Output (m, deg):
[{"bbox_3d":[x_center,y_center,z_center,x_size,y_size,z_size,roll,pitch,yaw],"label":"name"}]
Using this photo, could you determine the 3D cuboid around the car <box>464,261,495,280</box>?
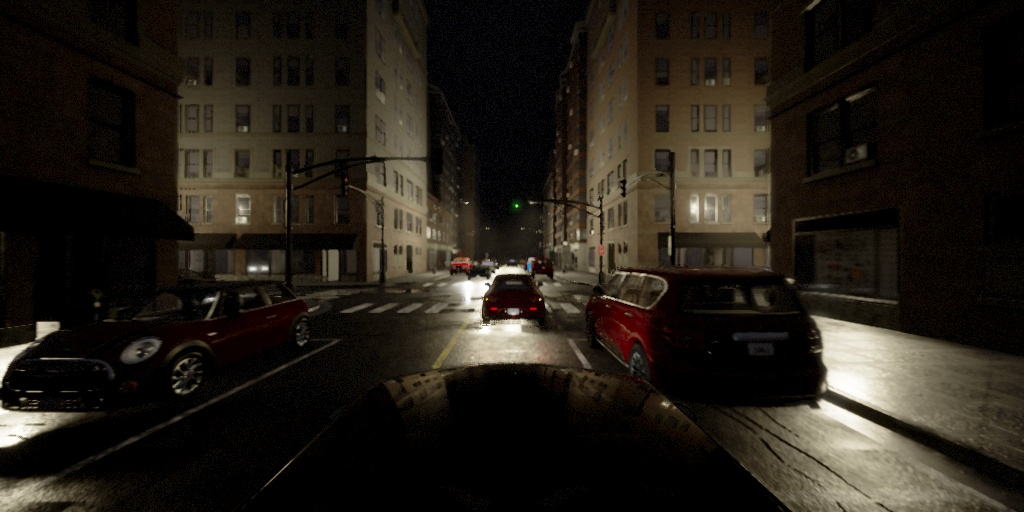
[{"bbox_3d":[-2.841,1.390,32.077,1.895,1.301,4.718,0,0,0],"label":"car"}]

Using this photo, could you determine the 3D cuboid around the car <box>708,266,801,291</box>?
[{"bbox_3d":[14.251,1.297,21.274,4.181,1.385,1.994,0,0,-1],"label":"car"}]

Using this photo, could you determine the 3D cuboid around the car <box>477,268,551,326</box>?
[{"bbox_3d":[0.060,1.288,11.672,1.812,1.442,4.674,0,0,0],"label":"car"}]

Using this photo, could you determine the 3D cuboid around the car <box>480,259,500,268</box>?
[{"bbox_3d":[-2.835,1.350,42.441,2.033,1.411,5.357,0,0,0],"label":"car"}]

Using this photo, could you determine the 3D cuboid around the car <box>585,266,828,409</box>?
[{"bbox_3d":[2.638,1.071,6.180,2.192,1.841,5.009,0,0,0],"label":"car"}]

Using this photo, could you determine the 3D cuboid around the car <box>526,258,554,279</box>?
[{"bbox_3d":[2.710,1.105,33.236,2.192,1.841,5.009,0,0,0],"label":"car"}]

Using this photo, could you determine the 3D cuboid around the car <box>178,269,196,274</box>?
[{"bbox_3d":[-17.110,1.384,18.404,4.181,1.385,1.994,0,0,0],"label":"car"}]

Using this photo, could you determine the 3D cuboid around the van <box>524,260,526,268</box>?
[{"bbox_3d":[2.704,1.145,44.244,1.690,1.789,3.998,0,0,0],"label":"van"}]

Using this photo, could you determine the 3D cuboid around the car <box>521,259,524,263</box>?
[{"bbox_3d":[2.702,1.126,49.748,2.192,1.841,5.009,0,0,0],"label":"car"}]

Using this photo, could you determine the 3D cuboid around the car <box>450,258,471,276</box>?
[{"bbox_3d":[-5.408,1.112,38.742,2.192,1.841,5.009,0,0,0],"label":"car"}]

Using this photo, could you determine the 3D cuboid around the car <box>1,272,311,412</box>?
[{"bbox_3d":[-5.387,1.196,6.182,1.967,1.591,4.097,0,0,0],"label":"car"}]
